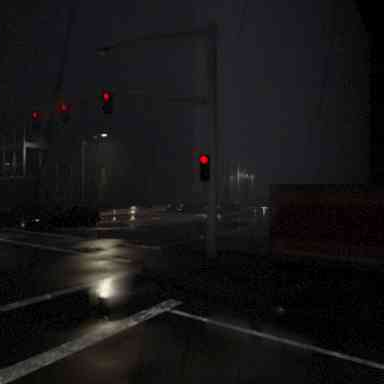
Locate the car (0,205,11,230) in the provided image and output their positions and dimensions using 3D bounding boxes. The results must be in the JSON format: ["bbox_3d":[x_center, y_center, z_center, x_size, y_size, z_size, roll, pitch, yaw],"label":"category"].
[{"bbox_3d":[-11.268,1.538,21.455,1.882,1.535,5.008,0,0,36],"label":"car"}]

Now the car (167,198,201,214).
[{"bbox_3d":[-0.688,1.411,36.225,2.097,1.767,4.553,0,0,36],"label":"car"}]

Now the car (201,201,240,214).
[{"bbox_3d":[3.321,1.660,35.812,1.895,1.301,4.718,0,0,36],"label":"car"}]

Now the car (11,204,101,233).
[{"bbox_3d":[-7.840,1.551,20.231,2.128,1.511,4.902,0,0,36],"label":"car"}]

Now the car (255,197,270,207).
[{"bbox_3d":[11.724,1.574,53.399,1.837,1.490,4.892,0,0,36],"label":"car"}]
